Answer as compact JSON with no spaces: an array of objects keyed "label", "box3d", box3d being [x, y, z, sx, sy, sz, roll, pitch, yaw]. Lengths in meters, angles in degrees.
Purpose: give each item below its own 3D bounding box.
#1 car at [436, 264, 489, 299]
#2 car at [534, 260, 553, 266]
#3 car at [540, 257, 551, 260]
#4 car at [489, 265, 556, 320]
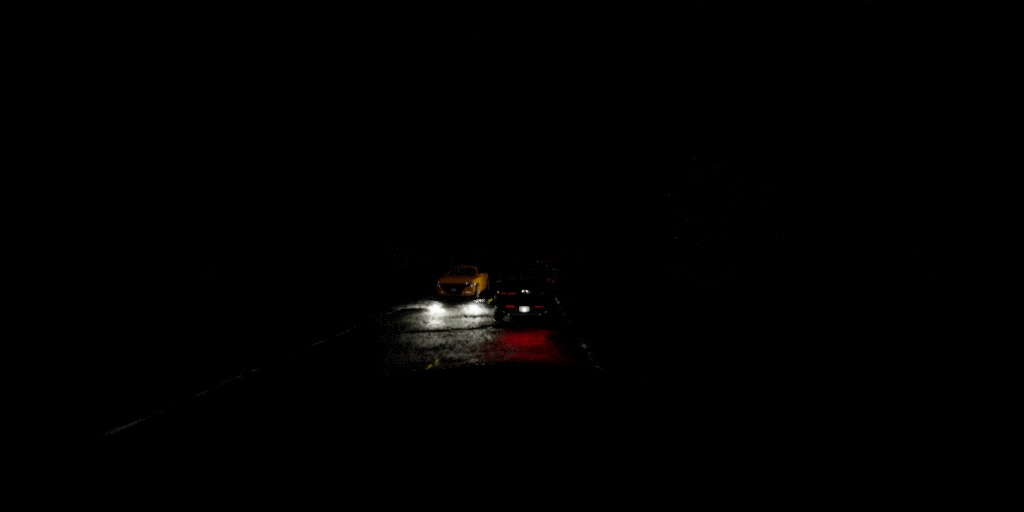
[{"label":"car","box3d":[-2.342,1.201,18.161,1.882,1.535,5.008,0,0,5]},{"label":"car","box3d":[2.918,1.319,34.669,1.895,1.301,4.718,0,0,9]},{"label":"car","box3d":[5.386,1.021,59.335,2.097,1.767,4.553,0,0,17]},{"label":"car","box3d":[0.480,1.247,12.550,1.837,1.490,4.892,0,0,3]}]
